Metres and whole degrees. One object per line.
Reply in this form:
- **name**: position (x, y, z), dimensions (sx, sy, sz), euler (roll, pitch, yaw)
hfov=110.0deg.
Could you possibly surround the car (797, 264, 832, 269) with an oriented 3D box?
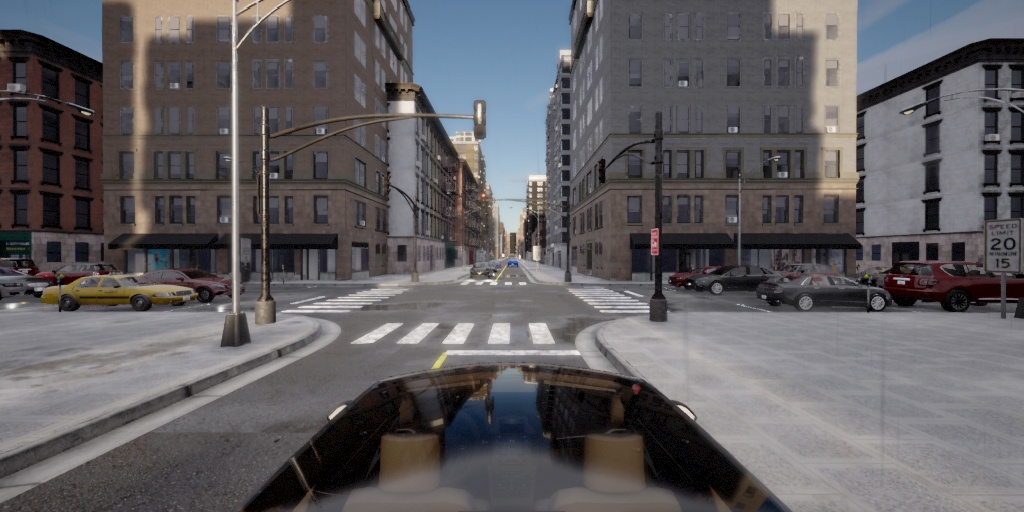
- **car**: position (17.229, 1.176, 21.669), dimensions (4.097, 1.591, 1.967), euler (0, 0, 0)

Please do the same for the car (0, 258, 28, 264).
- **car**: position (-32.011, 1.042, 21.833), dimensions (5.009, 1.841, 2.192), euler (0, 0, 0)

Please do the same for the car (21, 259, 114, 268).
- **car**: position (-26.349, 1.168, 21.814), dimensions (4.097, 1.591, 1.967), euler (0, 0, 0)

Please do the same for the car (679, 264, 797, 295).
- **car**: position (11.922, 1.253, 19.143), dimensions (4.892, 1.490, 1.837), euler (0, 0, 0)

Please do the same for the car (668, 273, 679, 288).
- **car**: position (11.820, 1.280, 21.687), dimensions (4.507, 1.381, 1.888), euler (0, 0, 0)

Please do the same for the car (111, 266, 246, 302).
- **car**: position (-14.774, 1.282, 16.265), dimensions (4.674, 1.442, 1.812), euler (0, 0, 0)

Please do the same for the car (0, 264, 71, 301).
- **car**: position (-23.930, 1.247, 16.312), dimensions (4.902, 1.511, 2.128), euler (0, 0, 0)

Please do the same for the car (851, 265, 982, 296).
- **car**: position (21.404, 1.255, 19.115), dimensions (4.892, 1.490, 1.837), euler (0, 0, 0)

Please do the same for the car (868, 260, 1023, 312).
- **car**: position (17.202, 1.090, 13.644), dimensions (5.009, 1.841, 2.192), euler (0, 0, 0)

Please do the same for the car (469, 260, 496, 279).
- **car**: position (-2.772, 1.260, 33.061), dimensions (1.837, 1.490, 4.892), euler (0, 0, 0)

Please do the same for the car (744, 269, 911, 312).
- **car**: position (11.793, 1.325, 13.662), dimensions (4.403, 1.370, 2.007), euler (0, 0, 0)

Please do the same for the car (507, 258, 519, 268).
- **car**: position (0.153, 1.247, 63.171), dimensions (1.882, 1.535, 5.008), euler (0, 0, 0)

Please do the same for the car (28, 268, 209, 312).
- **car**: position (-14.883, 1.294, 13.751), dimensions (4.829, 1.417, 1.751), euler (0, 0, 0)

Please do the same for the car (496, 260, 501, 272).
- **car**: position (-2.744, 1.306, 43.705), dimensions (2.033, 1.411, 5.357), euler (0, 0, 0)
